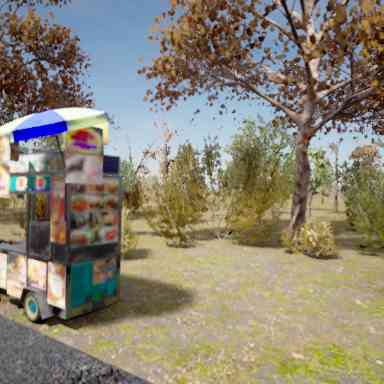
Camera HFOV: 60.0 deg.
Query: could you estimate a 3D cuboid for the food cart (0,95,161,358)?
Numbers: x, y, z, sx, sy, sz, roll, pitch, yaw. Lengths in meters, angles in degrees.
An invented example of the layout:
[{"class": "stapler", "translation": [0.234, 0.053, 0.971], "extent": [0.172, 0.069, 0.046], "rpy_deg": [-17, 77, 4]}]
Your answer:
[{"class": "food cart", "translation": [-3.183, 0.444, 6.779], "extent": [4.660, 3.560, 2.280], "rpy_deg": [1, 0, 35]}]
